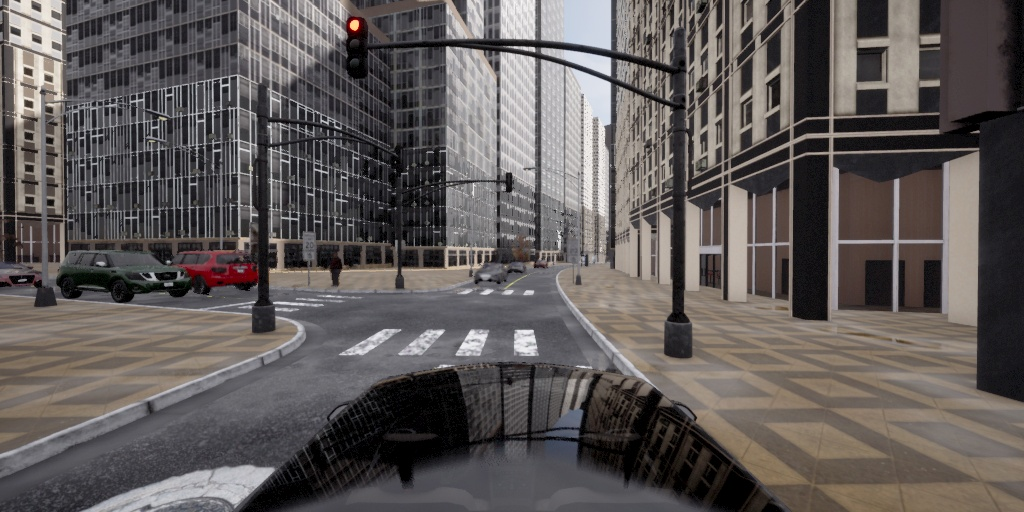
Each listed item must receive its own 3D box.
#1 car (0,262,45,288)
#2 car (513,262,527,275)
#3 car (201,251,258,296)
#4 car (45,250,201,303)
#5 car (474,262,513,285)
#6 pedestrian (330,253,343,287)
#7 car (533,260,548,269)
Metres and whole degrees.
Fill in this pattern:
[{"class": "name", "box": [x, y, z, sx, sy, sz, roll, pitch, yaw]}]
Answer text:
[{"class": "car", "box": [-25.803, 0.981, 18.032, 4.181, 1.385, 1.994, 1, 1, 16]}, {"class": "car", "box": [0.567, 1.379, 40.655, 2.033, 1.411, 5.357, 0, 0, 10]}, {"class": "car", "box": [-15.286, 0.756, 17.761, 5.566, 2.045, 2.150, 1, 1, 20]}, {"class": "car", "box": [-16.617, 0.770, 15.376, 5.566, 2.045, 2.150, 1, 1, 17]}, {"class": "car", "box": [-1.459, 1.270, 26.095, 2.128, 1.511, 4.902, 0, 0, 7]}, {"class": "pedestrian", "box": [-9.580, 0.716, 19.439, 0.375, 1.860, 0.375, 0, 0, 16]}, {"class": "car", "box": [4.865, 1.419, 60.525, 1.882, 1.535, 5.008, 0, -1, 15]}]
